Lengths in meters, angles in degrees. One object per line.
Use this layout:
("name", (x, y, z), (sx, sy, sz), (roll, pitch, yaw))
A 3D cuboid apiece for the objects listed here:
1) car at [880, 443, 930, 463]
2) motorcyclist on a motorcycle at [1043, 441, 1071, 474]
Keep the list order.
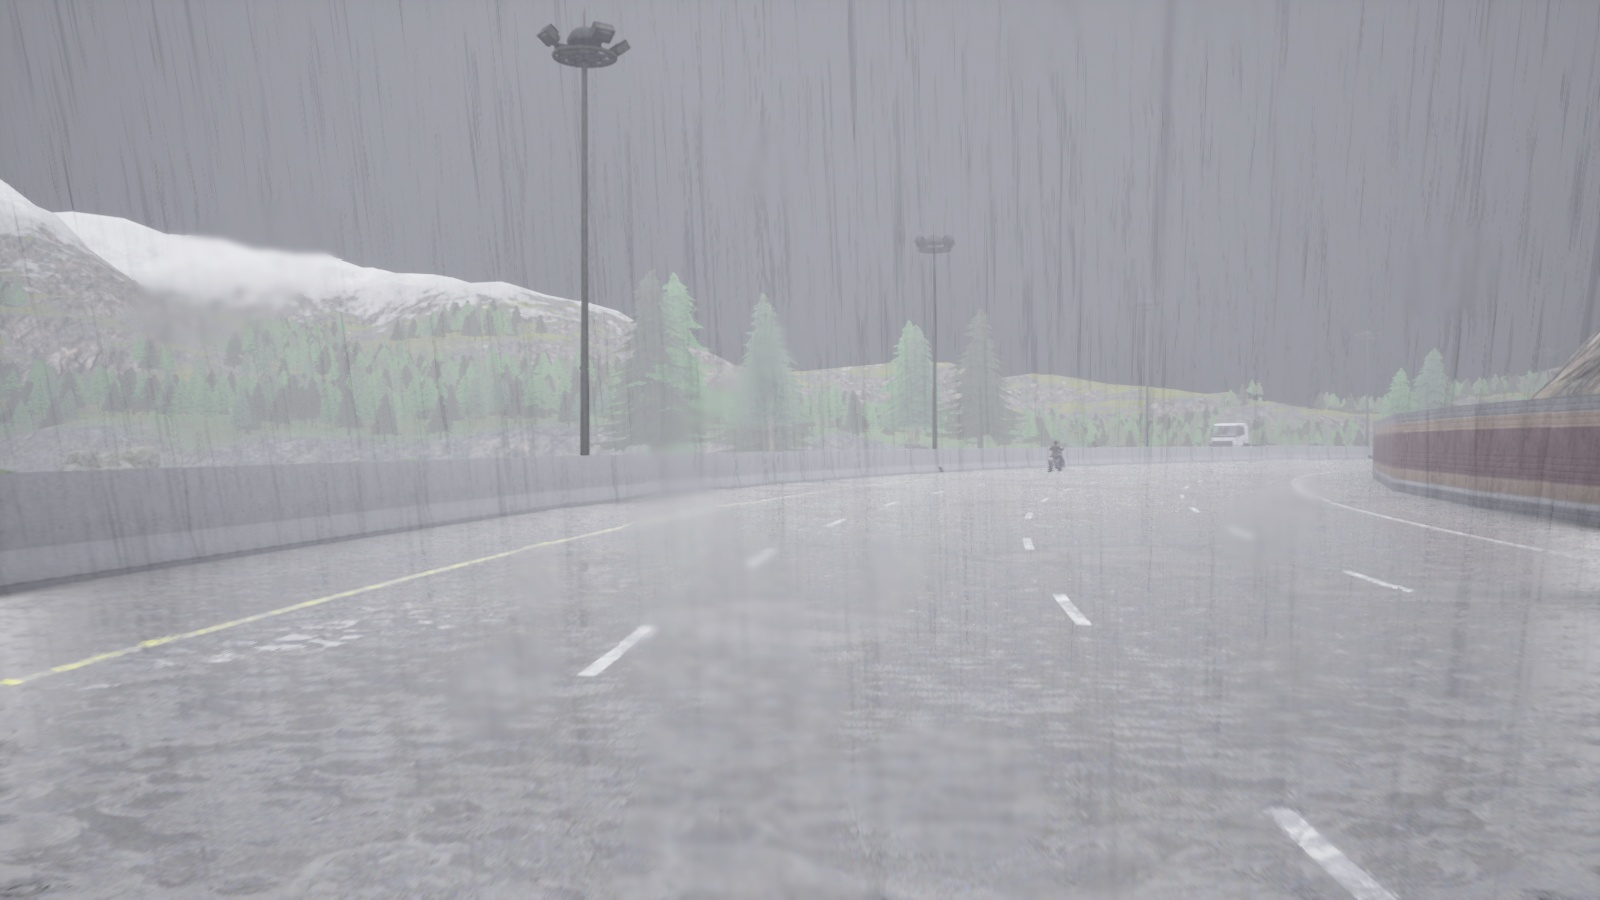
("car", (8.000, 0.234, 95.046), (1.816, 1.474, 4.193), (0, 0, 37))
("motorcyclist on a motorcycle", (13.159, 0.351, 64.197), (0.766, 1.649, 2.350), (1, 1, 28))
